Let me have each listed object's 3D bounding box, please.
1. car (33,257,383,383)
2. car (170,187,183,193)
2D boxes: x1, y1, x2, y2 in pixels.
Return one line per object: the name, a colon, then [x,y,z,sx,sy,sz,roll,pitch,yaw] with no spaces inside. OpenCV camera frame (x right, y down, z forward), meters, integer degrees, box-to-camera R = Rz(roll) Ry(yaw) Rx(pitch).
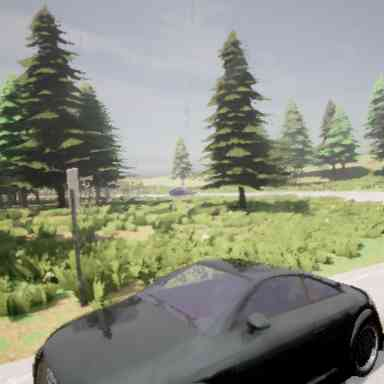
car: [0.421,1.552,3.937,4.181,1.385,1.994,0,0,-36]
car: [-1.348,-0.010,48.708,1.812,1.442,4.674,-7,4,-44]
